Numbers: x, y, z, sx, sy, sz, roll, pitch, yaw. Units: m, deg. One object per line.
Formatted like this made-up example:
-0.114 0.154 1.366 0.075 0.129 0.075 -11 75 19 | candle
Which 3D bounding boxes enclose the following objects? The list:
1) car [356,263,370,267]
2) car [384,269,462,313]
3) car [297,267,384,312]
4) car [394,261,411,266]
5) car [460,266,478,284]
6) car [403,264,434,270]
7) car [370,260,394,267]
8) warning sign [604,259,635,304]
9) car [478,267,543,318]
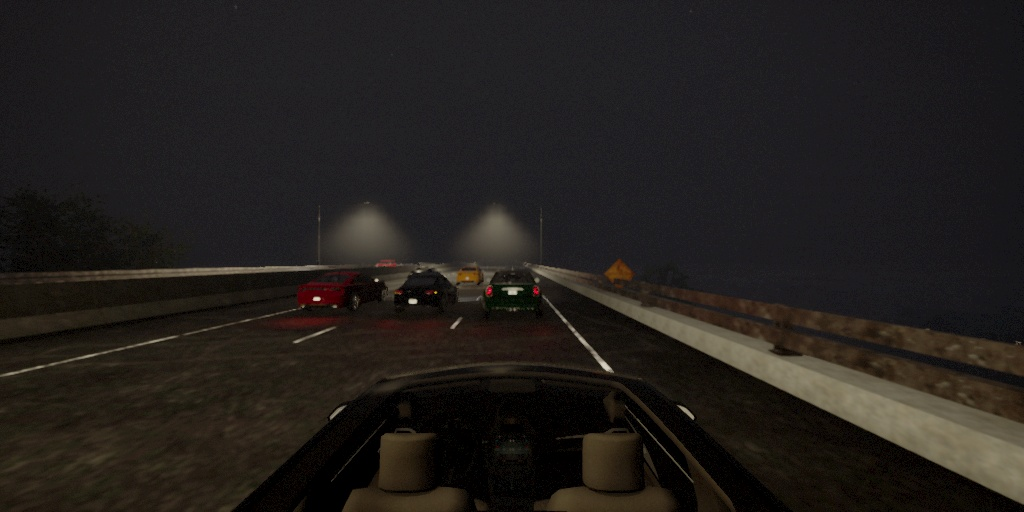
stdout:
-24.552 1.997 59.778 1.837 1.490 4.892 0 -1 1 | car
-3.455 1.450 14.886 1.812 1.442 4.674 0 -1 0 | car
-6.952 1.407 15.276 1.882 1.535 5.008 0 0 0 | car
-17.560 1.990 60.117 2.128 1.511 4.902 0 -1 1 | car
-3.457 1.602 30.311 1.882 1.535 5.008 0 0 0 | car
-6.968 1.601 29.114 2.128 1.511 4.902 0 -1 1 | car
-21.051 1.715 59.825 2.150 2.045 5.566 0 -1 1 | car
4.545 1.046 15.227 1.300 1.860 1.060 0 0 0 | warning sign
0.039 1.265 14.034 2.097 1.767 4.553 0 -1 0 | car
